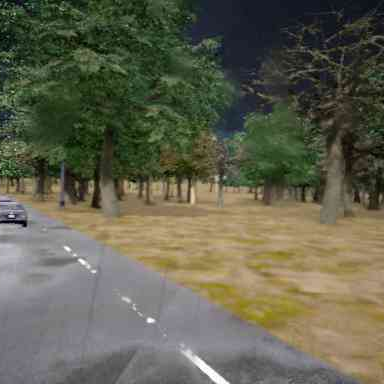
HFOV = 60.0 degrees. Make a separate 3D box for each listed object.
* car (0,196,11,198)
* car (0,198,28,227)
[{"bbox_3d":[-19.687,1.113,34.721,1.812,1.442,4.674,1,0,-30],"label":"car"},{"bbox_3d":[-11.081,1.332,20.228,2.033,1.411,5.357,1,0,-30],"label":"car"}]
